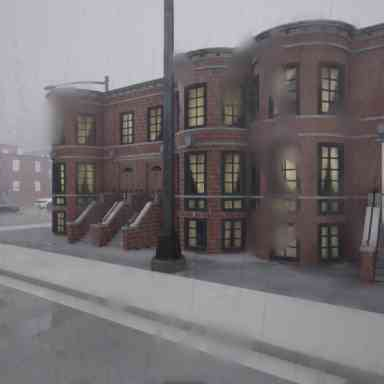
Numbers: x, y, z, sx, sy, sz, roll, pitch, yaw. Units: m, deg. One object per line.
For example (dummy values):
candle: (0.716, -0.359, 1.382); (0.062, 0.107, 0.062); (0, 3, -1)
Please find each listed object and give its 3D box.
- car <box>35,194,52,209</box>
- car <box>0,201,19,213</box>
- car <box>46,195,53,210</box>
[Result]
car: (-17.592, 1.221, 43.743); (2.150, 2.045, 5.566); (0, 0, 36)
car: (-20.120, 1.564, 34.188); (1.994, 1.385, 4.181); (0, 0, 36)
car: (-14.961, 1.478, 41.406); (1.882, 1.535, 5.008); (0, 0, 36)
